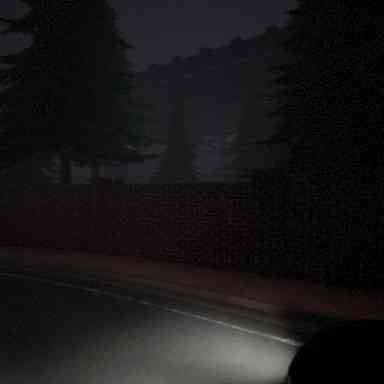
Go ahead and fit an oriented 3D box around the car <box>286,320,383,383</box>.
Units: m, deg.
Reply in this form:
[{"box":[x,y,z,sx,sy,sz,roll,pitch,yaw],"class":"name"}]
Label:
[{"box":[2.996,1.510,1.842,4.892,1.490,1.837,0,0,35],"class":"car"}]
